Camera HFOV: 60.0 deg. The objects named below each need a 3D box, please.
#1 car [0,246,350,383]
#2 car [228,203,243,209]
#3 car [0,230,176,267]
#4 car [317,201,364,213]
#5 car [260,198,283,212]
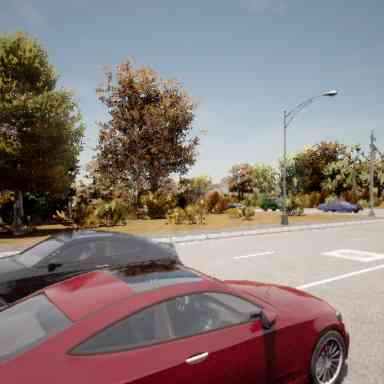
[{"bbox_3d":[-0.234,1.526,3.577,4.674,1.442,1.812,0,0,-35],"label":"car"},{"bbox_3d":[7.222,2.654,57.927,2.128,1.511,4.902,0,-3,-32],"label":"car"},{"bbox_3d":[-2.352,1.525,6.602,4.674,1.442,1.812,0,0,-35],"label":"car"},{"bbox_3d":[18.016,1.813,40.650,2.033,1.411,5.357,0,-2,-32],"label":"car"},{"bbox_3d":[12.605,1.865,49.302,2.150,2.045,5.566,0,-3,-32],"label":"car"}]
